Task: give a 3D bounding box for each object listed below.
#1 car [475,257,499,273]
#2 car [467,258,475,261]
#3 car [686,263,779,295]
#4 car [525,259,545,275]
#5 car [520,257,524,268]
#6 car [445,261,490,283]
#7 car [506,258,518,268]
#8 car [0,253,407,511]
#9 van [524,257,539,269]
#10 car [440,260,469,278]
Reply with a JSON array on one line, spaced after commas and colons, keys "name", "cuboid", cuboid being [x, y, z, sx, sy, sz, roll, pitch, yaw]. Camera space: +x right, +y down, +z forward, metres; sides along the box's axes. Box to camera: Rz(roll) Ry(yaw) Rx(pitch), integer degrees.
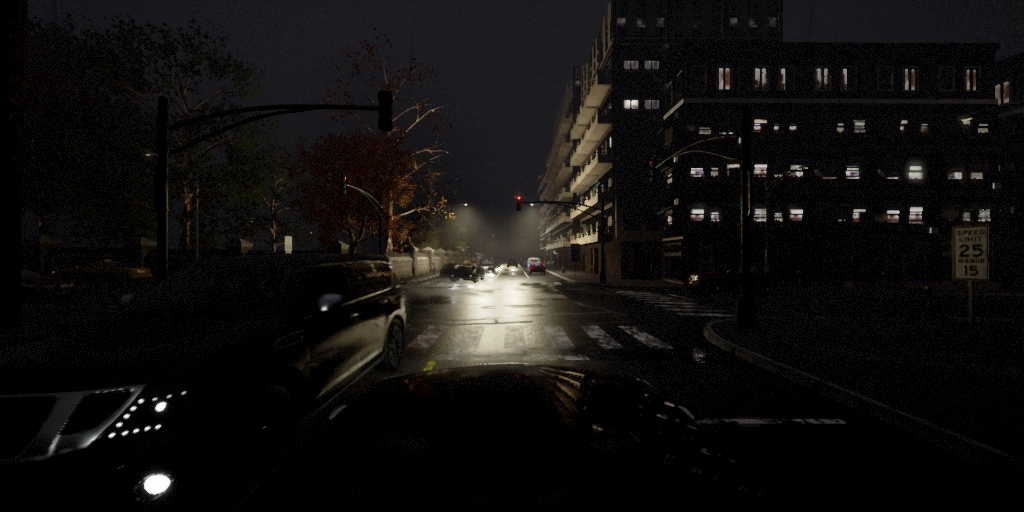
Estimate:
[{"name": "car", "cuboid": [-3.051, 1.266, 44.853, 2.128, 1.511, 4.902, 0, 0, 0]}, {"name": "car", "cuboid": [-5.642, 1.300, 45.406, 1.751, 1.417, 4.829, 0, 0, 0]}, {"name": "car", "cuboid": [13.471, 1.353, 21.953, 5.009, 1.841, 2.192, 0, 0, 0]}, {"name": "car", "cuboid": [2.732, 1.314, 39.936, 1.888, 1.381, 4.507, 0, 0, 0]}, {"name": "car", "cuboid": [2.751, 1.230, 56.827, 1.967, 1.591, 4.097, 0, 0, 0]}, {"name": "car", "cuboid": [-3.332, 1.307, 28.004, 2.033, 1.411, 5.357, 0, 0, 5]}, {"name": "car", "cuboid": [0.066, 1.304, 62.609, 1.837, 1.490, 4.892, 0, 0, 0]}, {"name": "car", "cuboid": [-3.084, 0.976, 4.730, 2.150, 2.045, 5.566, 0, 0, 0]}, {"name": "van", "cuboid": [2.739, 1.116, 45.566, 1.690, 1.789, 3.998, 0, 0, 0]}, {"name": "car", "cuboid": [-5.654, 1.330, 34.315, 1.948, 1.339, 4.313, 0, 0, 0]}]
